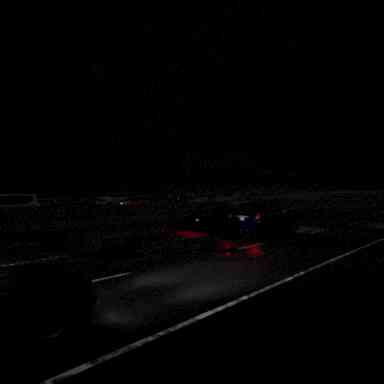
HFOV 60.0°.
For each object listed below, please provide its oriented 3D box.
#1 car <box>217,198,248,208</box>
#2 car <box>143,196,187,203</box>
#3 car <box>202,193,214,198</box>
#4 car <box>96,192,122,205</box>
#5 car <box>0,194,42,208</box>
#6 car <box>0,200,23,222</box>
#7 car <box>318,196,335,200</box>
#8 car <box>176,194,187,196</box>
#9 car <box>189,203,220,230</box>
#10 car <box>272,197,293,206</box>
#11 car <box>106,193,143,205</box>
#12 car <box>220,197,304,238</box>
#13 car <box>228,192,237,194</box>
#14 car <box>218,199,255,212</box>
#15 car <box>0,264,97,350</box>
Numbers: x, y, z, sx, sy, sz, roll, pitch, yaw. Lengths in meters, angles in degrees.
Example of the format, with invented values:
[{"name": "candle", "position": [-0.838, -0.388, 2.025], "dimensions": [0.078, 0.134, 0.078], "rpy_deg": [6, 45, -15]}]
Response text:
[{"name": "car", "position": [6.430, 1.741, 52.453], "dimensions": [2.033, 1.411, 5.357], "rpy_deg": [0, -1, 42]}, {"name": "car", "position": [-2.802, 1.516, 36.912], "dimensions": [1.812, 1.442, 4.674], "rpy_deg": [0, 0, 42]}, {"name": "car", "position": [3.598, 1.034, 76.648], "dimensions": [2.033, 1.411, 5.357], "rpy_deg": [1, 1, 28]}, {"name": "car", "position": [-11.038, 1.094, 47.115], "dimensions": [2.150, 2.045, 5.566], "rpy_deg": [1, 1, 27]}, {"name": "car", "position": [-12.369, 1.126, 20.950], "dimensions": [2.150, 2.045, 5.566], "rpy_deg": [0, 0, 42]}, {"name": "car", "position": [-14.871, 1.381, 23.404], "dimensions": [2.128, 1.511, 4.902], "rpy_deg": [0, 0, 42]}, {"name": "car", "position": [25.458, 1.829, 63.163], "dimensions": [2.150, 2.045, 5.566], "rpy_deg": [0, -1, 42]}, {"name": "car", "position": [-2.177, 1.175, 65.376], "dimensions": [1.882, 1.535, 5.008], "rpy_deg": [1, 1, 26]}, {"name": "car", "position": [1.951, 1.464, 20.925], "dimensions": [1.882, 1.535, 5.008], "rpy_deg": [0, 0, 42]}, {"name": "car", "position": [17.671, 1.845, 64.953], "dimensions": [2.097, 1.767, 4.553], "rpy_deg": [0, -1, 42]}, {"name": "car", "position": [-6.887, 1.309, 37.592], "dimensions": [2.097, 1.767, 4.553], "rpy_deg": [0, 0, 42]}, {"name": "car", "position": [3.872, 1.348, 17.819], "dimensions": [2.097, 1.767, 4.553], "rpy_deg": [0, 0, 42]}, {"name": "car", "position": [10.934, 0.637, 90.021], "dimensions": [2.128, 1.511, 4.902], "rpy_deg": [1, 2, 30]}, {"name": "car", "position": [5.603, 1.588, 41.048], "dimensions": [2.128, 1.511, 4.902], "rpy_deg": [0, 0, 42]}, {"name": "car", "position": [-3.691, 1.575, 4.249], "dimensions": [1.895, 1.301, 4.718], "rpy_deg": [0, 0, 42]}]
